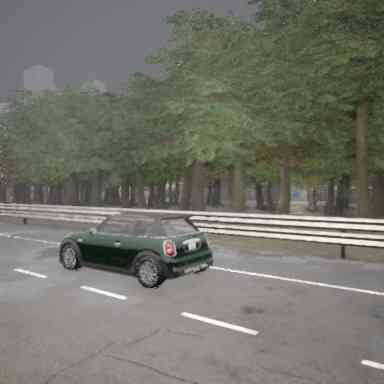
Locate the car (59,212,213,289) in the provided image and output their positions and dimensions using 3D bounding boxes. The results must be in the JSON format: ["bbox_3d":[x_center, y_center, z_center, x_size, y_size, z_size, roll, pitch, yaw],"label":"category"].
[{"bbox_3d":[-1.725,1.353,9.404,4.553,1.767,2.097,0,0,36],"label":"car"}]
